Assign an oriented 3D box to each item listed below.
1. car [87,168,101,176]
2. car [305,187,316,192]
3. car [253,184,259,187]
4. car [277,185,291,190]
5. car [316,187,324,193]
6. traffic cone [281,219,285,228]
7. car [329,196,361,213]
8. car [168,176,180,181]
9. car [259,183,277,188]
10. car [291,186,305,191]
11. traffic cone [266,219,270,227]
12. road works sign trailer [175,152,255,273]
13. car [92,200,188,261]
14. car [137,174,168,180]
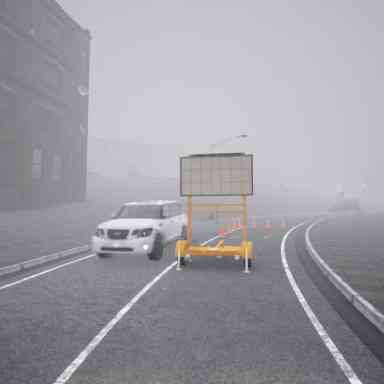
[{"bbox_3d":[-16.333,-2.839,50.930,4.553,1.767,2.185,2,-5,-33],"label":"car"},{"bbox_3d":[28.269,-0.375,83.549,4.553,1.767,2.185,4,-6,-41],"label":"car"},{"bbox_3d":[11.073,-1.500,69.396,4.553,1.767,2.185,3,-6,-36],"label":"car"},{"bbox_3d":[19.895,-0.794,76.338,4.674,1.452,2.002,4,-6,-39],"label":"car"},{"bbox_3d":[32.409,-0.164,87.331,5.566,2.045,2.435,5,-6,-42],"label":"car"},{"bbox_3d":[6.251,2.136,22.871,0.340,0.580,0.340,-2,-1,17],"label":"traffic cone"},{"bbox_3d":[22.602,2.075,49.056,5.566,2.045,2.150,1,-4,-35],"label":"car"},{"bbox_3d":[-2.504,-2.113,59.832,4.892,1.521,2.231,3,-5,-33],"label":"car"},{"bbox_3d":[15.599,-1.073,72.884,4.792,1.488,2.163,3,-6,-38],"label":"car"},{"bbox_3d":[24.041,-0.559,79.824,4.892,1.521,2.231,4,-6,-40],"label":"car"},{"bbox_3d":[5.297,2.166,23.161,0.340,0.580,0.340,-2,-1,17],"label":"traffic cone"},{"bbox_3d":[0.841,0.530,11.043,2.380,3.560,2.880,-1,-1,12],"label":"road works sign trailer"},{"bbox_3d":[-1.738,1.354,13.183,2.150,2.045,5.566,-1,-1,14],"label":"car"},{"bbox_3d":[-7.138,-2.323,56.840,4.892,1.521,2.231,2,-5,-33],"label":"car"}]
